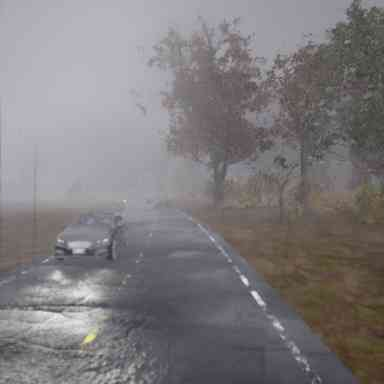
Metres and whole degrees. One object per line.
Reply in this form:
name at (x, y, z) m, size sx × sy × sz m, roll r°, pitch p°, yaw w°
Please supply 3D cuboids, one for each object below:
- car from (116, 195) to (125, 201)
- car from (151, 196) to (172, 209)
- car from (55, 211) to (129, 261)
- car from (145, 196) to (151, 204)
car at (-19.357, 1.532, 90.105) m, size 1.837 × 1.490 × 4.892 m, roll 0°, pitch 0°, yaw -20°
car at (-3.932, 1.337, 44.564) m, size 2.097 × 1.767 × 4.553 m, roll 0°, pitch 0°, yaw -10°
car at (-3.500, 1.492, 12.349) m, size 2.128 × 1.511 × 4.902 m, roll 0°, pitch 0°, yaw -3°
car at (-7.848, 1.469, 63.085) m, size 1.882 × 1.535 × 5.008 m, roll 0°, pitch 0°, yaw -14°
